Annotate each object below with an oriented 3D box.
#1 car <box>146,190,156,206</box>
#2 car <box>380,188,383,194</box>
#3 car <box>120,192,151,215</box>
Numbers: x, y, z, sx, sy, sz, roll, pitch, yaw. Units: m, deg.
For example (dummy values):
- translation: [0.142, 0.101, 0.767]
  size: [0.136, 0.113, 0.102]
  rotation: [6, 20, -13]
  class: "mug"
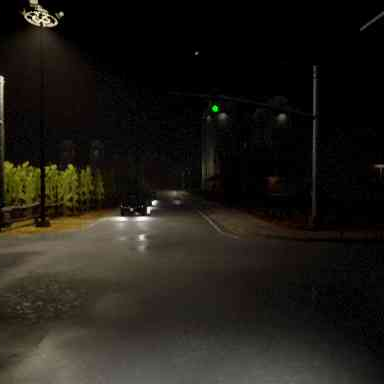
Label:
- translation: [-5.373, 0.843, 37.103]
  size: [2.033, 1.411, 5.357]
  rotation: [0, 1, -5]
  class: "car"
- translation: [43.258, -0.322, 73.954]
  size: [1.905, 1.878, 3.866]
  rotation: [9, 9, 42]
  class: "car"
- translation: [-4.601, 1.010, 26.827]
  size: [1.837, 1.490, 4.892]
  rotation: [0, 1, -4]
  class: "car"
